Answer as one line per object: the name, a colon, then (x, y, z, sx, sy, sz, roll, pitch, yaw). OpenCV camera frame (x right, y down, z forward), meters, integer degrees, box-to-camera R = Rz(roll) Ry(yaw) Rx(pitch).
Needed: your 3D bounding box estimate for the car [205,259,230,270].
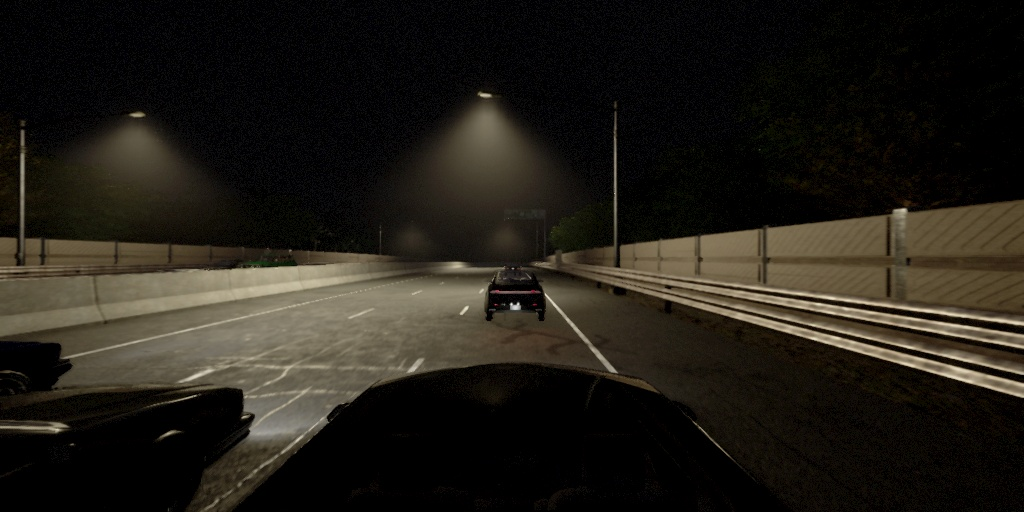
car: (-24.495, 0.967, 31.094, 1.812, 1.442, 4.674, 0, 0, 0)

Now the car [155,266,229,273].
car: (-17.585, 1.367, 18.541, 1.895, 1.301, 4.718, 0, 0, 0)

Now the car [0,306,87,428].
car: (-6.899, 1.352, 2.659, 1.895, 1.301, 4.718, 0, 0, 0)

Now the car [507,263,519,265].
car: (0.107, 1.468, 41.313, 2.033, 1.411, 5.357, 0, -1, 0)

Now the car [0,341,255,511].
car: (-3.407, 1.298, 0.955, 2.033, 1.411, 5.357, 0, 0, 0)

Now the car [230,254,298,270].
car: (-20.995, 0.859, 31.062, 2.150, 2.045, 5.566, 0, 0, 0)

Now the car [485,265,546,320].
car: (0.102, 1.246, 12.572, 2.128, 1.511, 4.902, 0, 0, 0)
